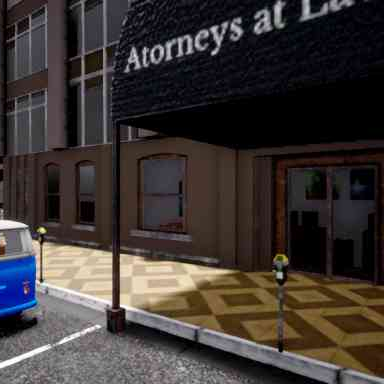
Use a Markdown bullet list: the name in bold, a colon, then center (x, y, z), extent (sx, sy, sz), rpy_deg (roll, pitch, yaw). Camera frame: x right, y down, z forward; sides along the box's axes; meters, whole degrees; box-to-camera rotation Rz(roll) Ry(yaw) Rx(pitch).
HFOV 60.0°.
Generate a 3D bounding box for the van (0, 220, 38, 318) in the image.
- **van**: center (-4.540, 1.341, 6.098), extent (3.998, 1.788, 1.690), rpy_deg (0, 0, 35)
